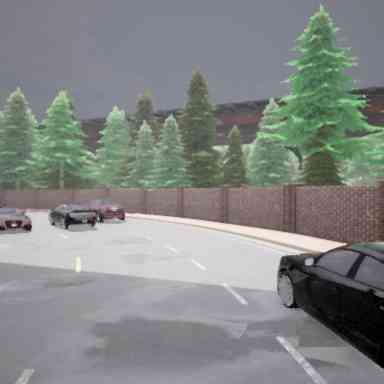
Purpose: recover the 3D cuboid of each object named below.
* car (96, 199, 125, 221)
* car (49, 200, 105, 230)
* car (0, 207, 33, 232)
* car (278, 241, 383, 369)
[{"bbox_3d":[-7.077,1.328,25.748,2.097,1.767,4.553,0,0,-42],"label":"car"},{"bbox_3d":[-7.709,1.472,21.251,2.128,1.511,4.902,0,0,-37],"label":"car"},{"bbox_3d":[-10.607,1.547,19.042,1.994,1.385,4.181,0,0,-40],"label":"car"},{"bbox_3d":[2.931,1.473,4.926,1.882,1.535,5.008,0,0,-8],"label":"car"}]
